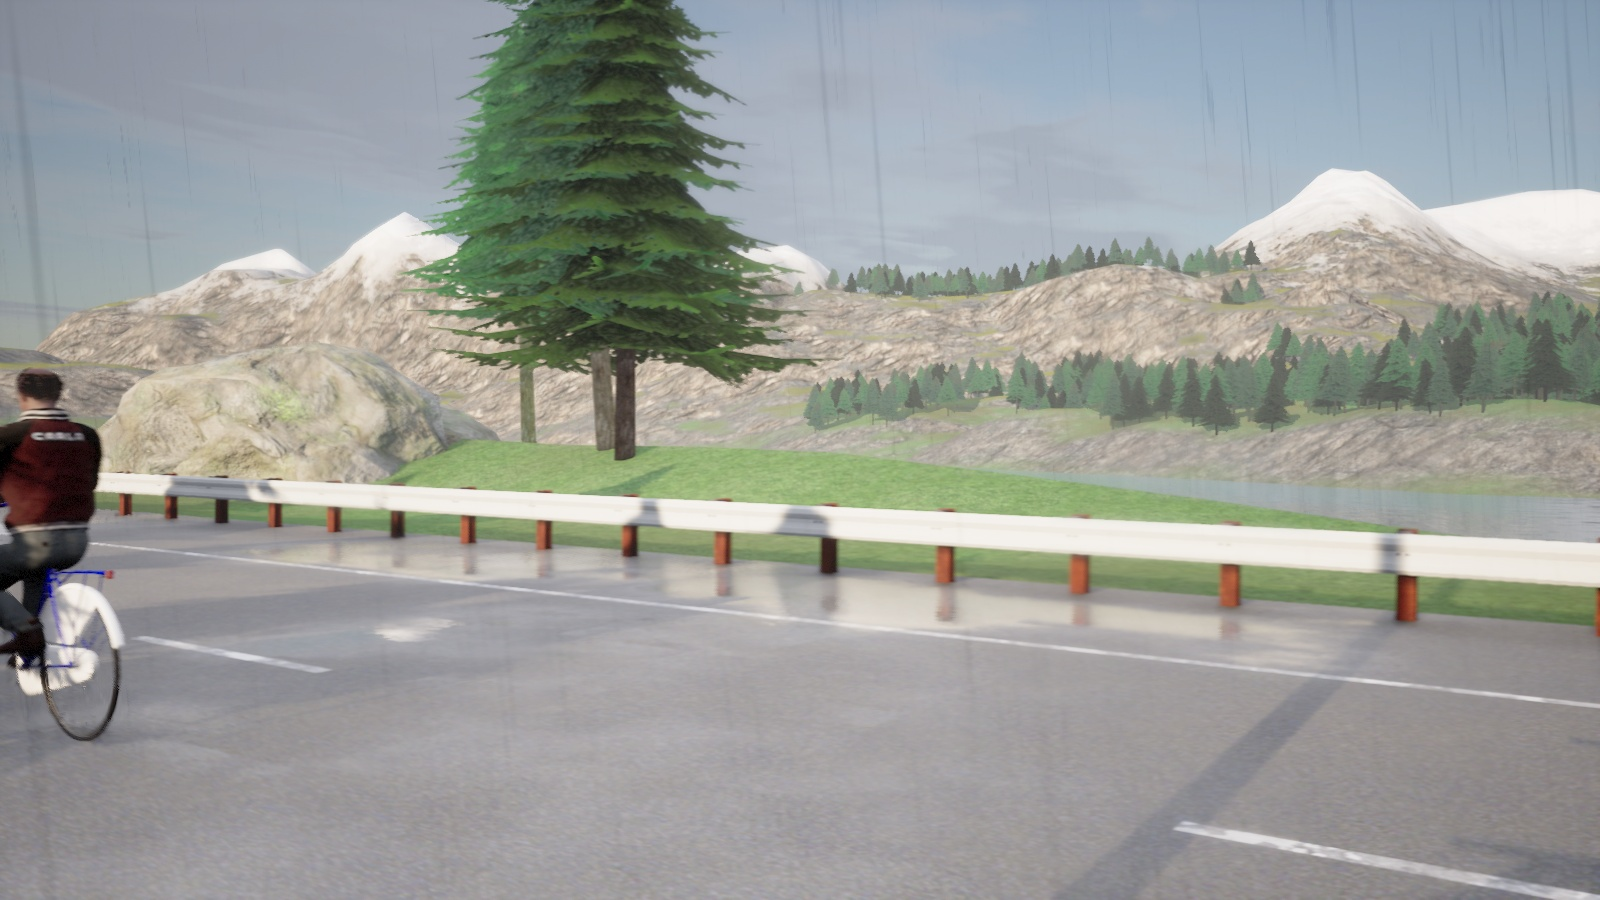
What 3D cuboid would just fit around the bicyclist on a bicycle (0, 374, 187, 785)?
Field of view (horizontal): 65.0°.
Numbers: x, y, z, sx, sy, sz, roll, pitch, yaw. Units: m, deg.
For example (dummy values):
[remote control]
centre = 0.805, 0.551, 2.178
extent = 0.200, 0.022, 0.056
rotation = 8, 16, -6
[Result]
[bicyclist on a bicycle]
centre = -3.871, 0.552, 6.193
extent = 1.843, 1.776, 0.659
rotation = 0, 1, 34
